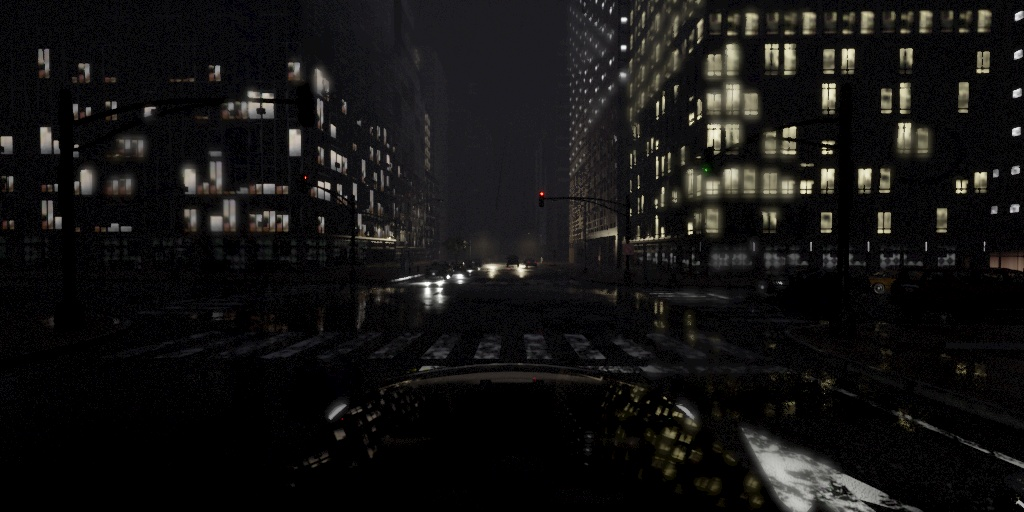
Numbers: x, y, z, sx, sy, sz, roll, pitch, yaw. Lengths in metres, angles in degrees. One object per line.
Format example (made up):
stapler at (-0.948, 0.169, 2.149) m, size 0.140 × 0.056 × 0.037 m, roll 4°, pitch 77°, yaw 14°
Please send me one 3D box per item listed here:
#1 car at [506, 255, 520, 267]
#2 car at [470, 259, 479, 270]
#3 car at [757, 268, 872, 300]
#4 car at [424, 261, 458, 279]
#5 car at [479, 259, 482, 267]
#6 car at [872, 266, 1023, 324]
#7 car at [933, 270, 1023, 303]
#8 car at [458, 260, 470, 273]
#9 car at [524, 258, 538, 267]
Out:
car at (0.150, 0.925, 62.880) m, size 2.150 × 2.045 × 5.566 m, roll 0°, pitch 0°, yaw 0°
car at (-6.470, 1.262, 52.710) m, size 2.033 × 1.411 × 5.357 m, roll 0°, pitch 0°, yaw 0°
car at (15.281, 1.357, 18.275) m, size 4.902 × 1.511 × 2.128 m, roll 1°, pitch 1°, yaw 2°
car at (-6.529, 1.225, 32.352) m, size 2.128 × 1.511 × 4.902 m, roll 0°, pitch 0°, yaw 0°
car at (-6.394, 1.180, 63.352) m, size 1.882 × 1.535 × 5.008 m, roll 0°, pitch 0°, yaw 1°
car at (16.216, 1.281, 12.444) m, size 5.009 × 1.841 × 2.192 m, roll 0°, pitch 0°, yaw 1°
car at (25.105, 1.500, 18.050) m, size 5.357 × 1.411 × 2.033 m, roll 0°, pitch 1°, yaw 1°
car at (-6.504, 1.326, 42.357) m, size 1.895 × 1.301 × 4.718 m, roll 0°, pitch 0°, yaw 0°
car at (3.402, 1.229, 63.259) m, size 1.812 × 1.442 × 4.674 m, roll 0°, pitch 0°, yaw 0°
